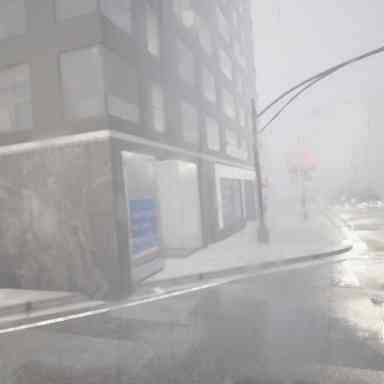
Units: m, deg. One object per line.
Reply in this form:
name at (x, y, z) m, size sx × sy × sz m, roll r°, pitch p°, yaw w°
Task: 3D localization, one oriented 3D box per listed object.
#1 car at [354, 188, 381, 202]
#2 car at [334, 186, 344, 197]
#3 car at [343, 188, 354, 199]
car at (20.865, 0.326, 39.376) m, size 1.837 × 1.490 × 4.892 m, roll -5°, pitch -1°, yaw 19°
car at (27.698, 0.017, 60.223) m, size 2.128 × 1.511 × 4.902 m, roll -5°, pitch -1°, yaw 19°
car at (23.922, 0.247, 48.745) m, size 1.994 × 1.385 × 4.181 m, roll -5°, pitch -1°, yaw 19°
